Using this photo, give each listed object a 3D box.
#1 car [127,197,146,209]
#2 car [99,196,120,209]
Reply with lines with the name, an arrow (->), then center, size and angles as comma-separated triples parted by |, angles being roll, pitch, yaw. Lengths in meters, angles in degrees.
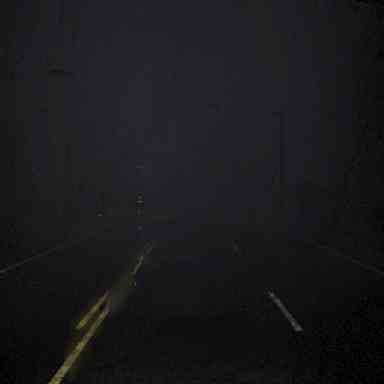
car -> -7.082, 1.367, 43.008 | 2.033, 1.411, 5.357 | 0, 0, 0
car -> -10.577, 1.324, 42.981 | 1.837, 1.490, 4.892 | 0, 0, 0
